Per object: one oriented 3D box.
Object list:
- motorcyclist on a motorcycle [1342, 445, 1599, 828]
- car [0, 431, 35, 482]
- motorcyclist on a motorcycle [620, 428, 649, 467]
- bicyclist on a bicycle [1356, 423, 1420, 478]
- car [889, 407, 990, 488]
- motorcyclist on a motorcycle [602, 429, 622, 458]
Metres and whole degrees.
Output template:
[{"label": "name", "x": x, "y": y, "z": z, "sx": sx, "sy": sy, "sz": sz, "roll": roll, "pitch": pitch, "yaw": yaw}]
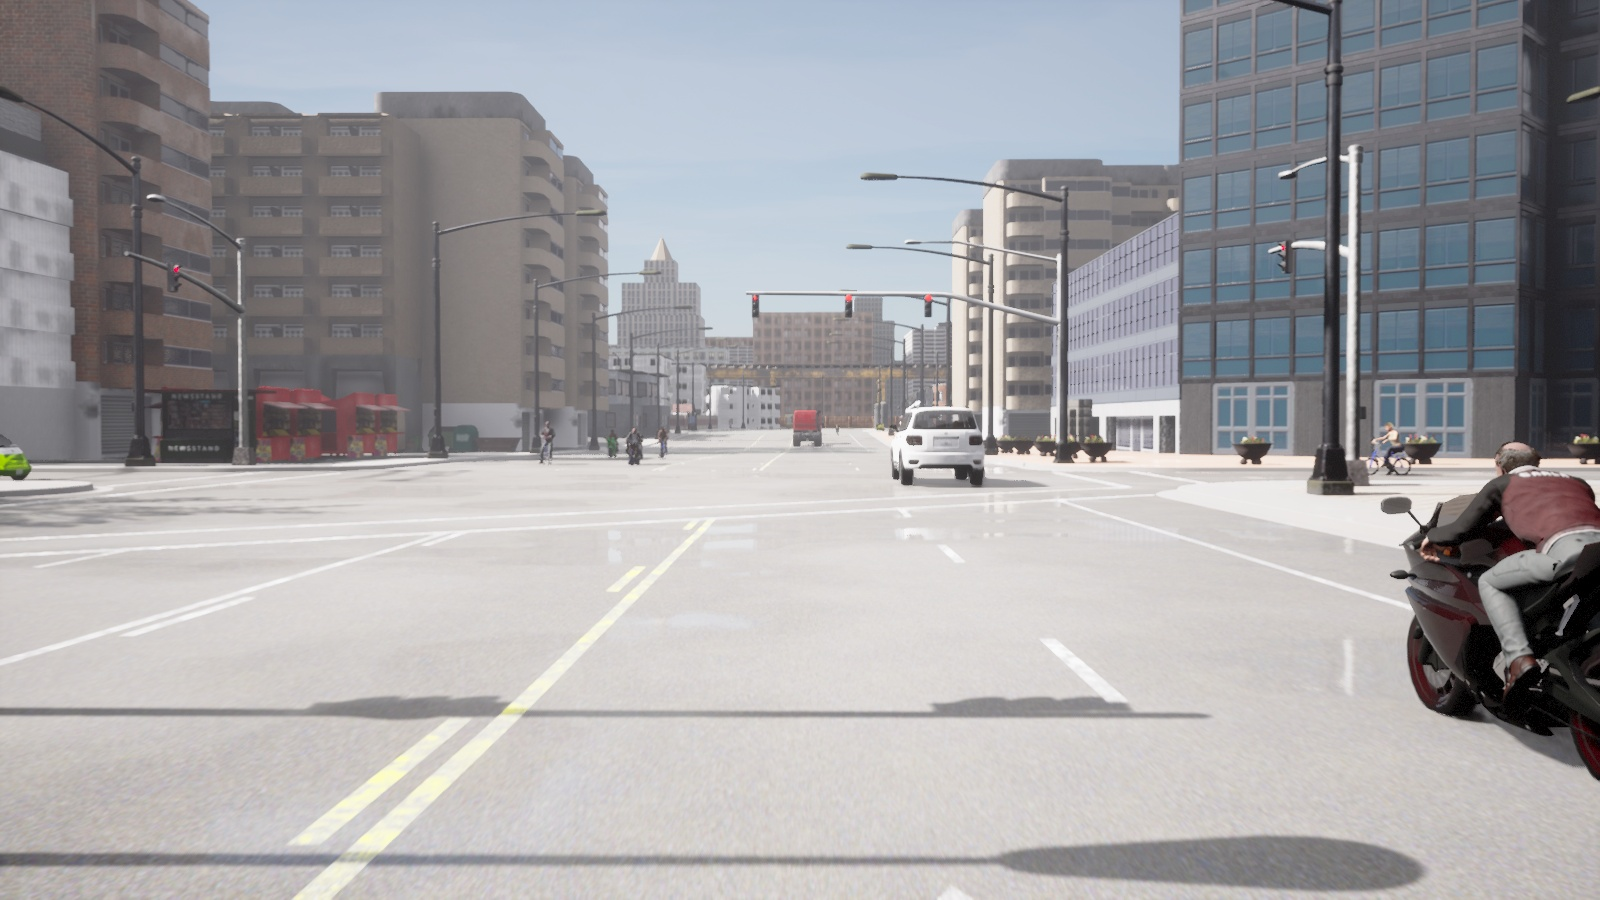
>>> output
[{"label": "motorcyclist on a motorcycle", "x": 3.551, "y": 0.747, "z": 6.138, "sx": 0.866, "sy": 1.530, "sz": 2.191, "roll": 0, "pitch": 1, "yaw": 0}, {"label": "car", "x": -22.846, "y": 0.167, "z": 34.935, "sx": 2.207, "sy": 1.376, "sz": 1.481, "roll": 0, "pitch": 1, "yaw": 1}, {"label": "motorcyclist on a motorcycle", "x": -6.693, "y": -0.109, "z": 50.807, "sx": 0.866, "sy": 1.530, "sz": 2.191, "roll": 0, "pitch": 1, "yaw": 0}, {"label": "bicyclist on a bicycle", "x": 17.724, "y": 0.008, "z": 37.886, "sx": 1.509, "sy": 1.612, "sz": 0.866, "roll": 0, "pitch": 1, "yaw": 1}, {"label": "car", "x": 3.713, "y": -0.124, "z": 34.435, "sx": 2.150, "sy": 2.045, "sz": 5.566, "roll": 0, "pitch": 1, "yaw": 0}, {"label": "motorcyclist on a motorcycle", "x": -10.098, "y": -0.343, "z": 67.518, "sx": 0.797, "sy": 1.523, "sz": 2.044, "roll": 0, "pitch": 1, "yaw": 0}]
